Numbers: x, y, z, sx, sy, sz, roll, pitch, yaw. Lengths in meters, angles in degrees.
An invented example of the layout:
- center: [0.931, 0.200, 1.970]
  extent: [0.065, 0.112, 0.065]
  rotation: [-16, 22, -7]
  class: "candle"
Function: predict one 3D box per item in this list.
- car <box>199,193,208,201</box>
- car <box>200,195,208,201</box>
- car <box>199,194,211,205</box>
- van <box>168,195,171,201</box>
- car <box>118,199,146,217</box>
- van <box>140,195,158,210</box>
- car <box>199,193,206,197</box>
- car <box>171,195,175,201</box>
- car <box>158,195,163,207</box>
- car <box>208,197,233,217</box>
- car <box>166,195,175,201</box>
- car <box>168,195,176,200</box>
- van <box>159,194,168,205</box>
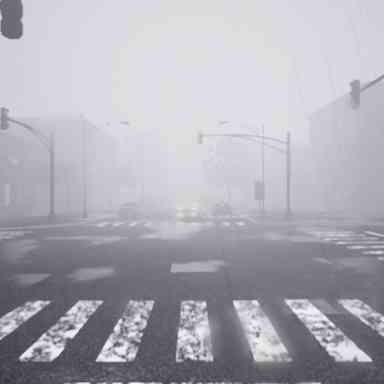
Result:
- center: [2.875, 1.275, 85.921]
  extent: [2.192, 1.841, 5.009]
  rotation: [-1, 0, 0]
  class: "car"
- center: [2.865, 1.508, 80.375]
  extent: [1.887, 1.381, 4.507]
  rotation: [-1, 0, 0]
  class: "car"
- center: [2.816, 1.525, 58.189]
  extent: [2.008, 1.369, 4.403]
  rotation: [-1, 0, 0]
  class: "car"
- center: [-5.554, 1.313, 63.754]
  extent: [1.690, 1.788, 3.998]
  rotation: [0, 0, 0]
  class: "van"
- center: [-5.626, 1.569, 30.477]
  extent: [1.802, 1.307, 4.206]
  rotation: [0, 0, 0]
  class: "car"
- center: [-5.603, 1.323, 41.569]
  extent: [1.690, 1.788, 3.998]
  rotation: [0, 0, 0]
  class: "van"
- center: [2.852, 1.532, 74.828]
  extent: [1.947, 1.339, 4.313]
  rotation: [-1, 0, 0]
  class: "car"
- center: [-5.516, 1.529, 80.393]
  extent: [1.947, 1.339, 4.313]
  rotation: [0, 0, 0]
  class: "car"
- center: [-5.590, 1.524, 47.116]
  extent: [1.887, 1.381, 4.507]
  rotation: [0, 0, 0]
  class: "car"
- center: [2.754, 1.512, 30.628]
  extent: [1.752, 1.417, 4.829]
  rotation: [-1, 0, 0]
  class: "car"
- center: [-5.504, 1.505, 85.940]
  extent: [1.887, 1.381, 4.507]
  rotation: [0, 0, 0]
  class: "car"
- center: [-5.492, 1.539, 91.486]
  extent: [1.802, 1.307, 4.206]
  rotation: [0, 0, 0]
  class: "car"
- center: [-5.567, 1.315, 58.208]
  extent: [1.690, 1.788, 3.998]
  rotation: [0, 0, 0]
  class: "van"
